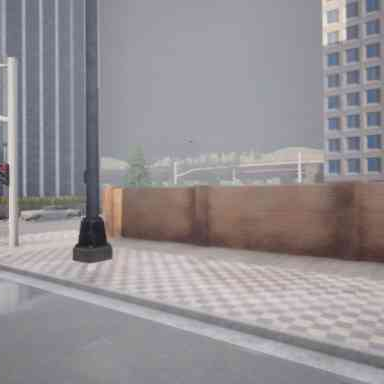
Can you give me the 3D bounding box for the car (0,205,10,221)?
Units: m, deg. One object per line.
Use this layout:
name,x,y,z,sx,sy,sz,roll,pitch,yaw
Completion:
car,-17.367,1.851,28.672,2.033,1.411,5.357,-1,0,32

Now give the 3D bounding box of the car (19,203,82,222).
car,-12.563,1.870,29.363,1.895,1.301,4.718,-1,0,35

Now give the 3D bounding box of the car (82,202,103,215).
car,-11.552,1.852,36.898,2.033,1.411,5.357,-1,0,35
